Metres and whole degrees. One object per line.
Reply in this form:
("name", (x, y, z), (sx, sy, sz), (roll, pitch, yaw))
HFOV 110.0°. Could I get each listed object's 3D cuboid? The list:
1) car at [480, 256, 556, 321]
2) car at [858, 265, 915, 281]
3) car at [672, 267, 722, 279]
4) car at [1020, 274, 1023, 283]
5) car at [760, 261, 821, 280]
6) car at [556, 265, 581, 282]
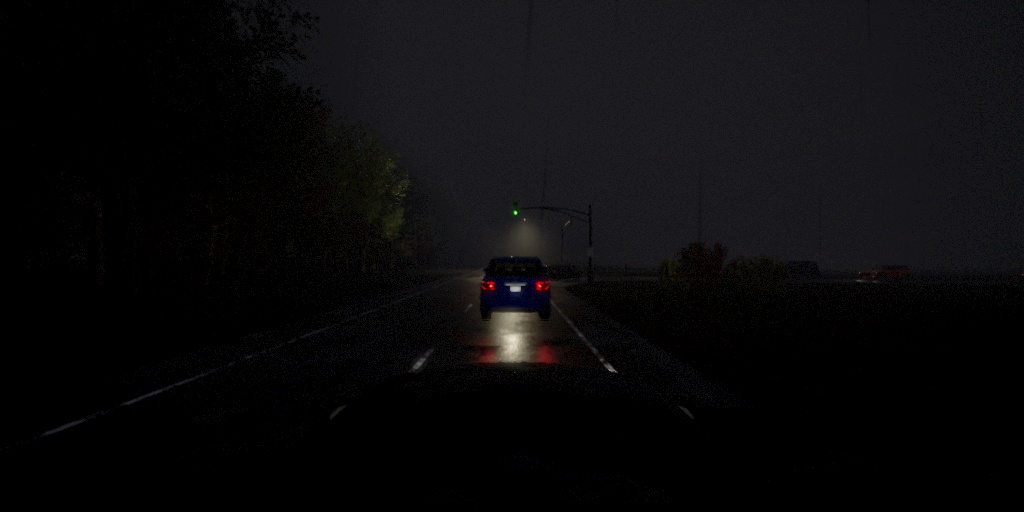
("car", (0.122, 1.022, 12.845), (2.150, 2.045, 5.566), (0, 0, 0))
("car", (39.877, 1.740, 38.295), (4.553, 1.767, 2.097), (1, -1, 1))
("car", (19.484, 1.713, 38.435), (5.357, 1.411, 2.033), (1, -1, 0))
("car", (52.178, 2.012, 34.591), (4.181, 1.385, 1.994), (1, -1, 1))
("car", (29.729, 1.499, 38.378), (5.566, 2.045, 2.150), (1, -1, 0))
("car", (4.276, 1.438, 31.194), (1.994, 1.385, 4.181), (-1, -1, 43))
